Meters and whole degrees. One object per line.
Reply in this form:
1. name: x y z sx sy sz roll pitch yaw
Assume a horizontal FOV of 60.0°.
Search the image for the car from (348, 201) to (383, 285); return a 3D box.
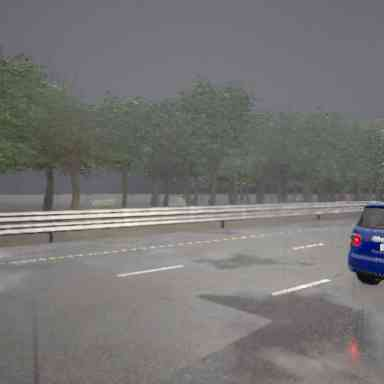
1. car: 6.133 1.222 8.242 5.566 2.045 2.150 0 0 -35
